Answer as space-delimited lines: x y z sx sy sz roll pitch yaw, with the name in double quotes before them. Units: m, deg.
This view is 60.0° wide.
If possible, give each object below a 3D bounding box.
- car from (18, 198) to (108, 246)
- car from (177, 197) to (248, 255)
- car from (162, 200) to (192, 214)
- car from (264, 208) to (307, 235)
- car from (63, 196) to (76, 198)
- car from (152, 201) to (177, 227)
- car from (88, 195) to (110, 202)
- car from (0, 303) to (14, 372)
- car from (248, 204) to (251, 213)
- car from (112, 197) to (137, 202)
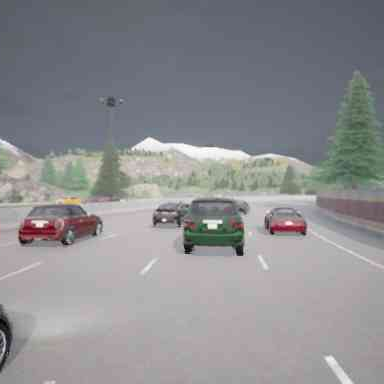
"car" -5.832 1.336 15.344 2.097 1.767 4.553 0 0 6
"car" 0.969 1.223 13.595 2.150 2.045 5.566 0 0 6
"car" -1.575 1.594 36.998 1.895 1.301 4.718 0 0 16
"car" 5.257 1.576 19.057 1.994 1.385 4.181 0 0 8
"car" -19.197 1.424 51.499 1.882 1.535 5.008 0 0 19
"car" -1.266 1.487 22.451 2.128 1.511 4.902 0 0 10
"car" -12.665 1.441 48.993 1.882 1.535 5.008 0 0 19
"car" -3.273 1.517 2.400 1.812 1.442 4.674 0 0 1
"car" 4.972 1.558 34.510 2.033 1.411 5.357 0 0 15
"car" -9.294 1.573 48.118 1.895 1.301 4.718 0 0 19
